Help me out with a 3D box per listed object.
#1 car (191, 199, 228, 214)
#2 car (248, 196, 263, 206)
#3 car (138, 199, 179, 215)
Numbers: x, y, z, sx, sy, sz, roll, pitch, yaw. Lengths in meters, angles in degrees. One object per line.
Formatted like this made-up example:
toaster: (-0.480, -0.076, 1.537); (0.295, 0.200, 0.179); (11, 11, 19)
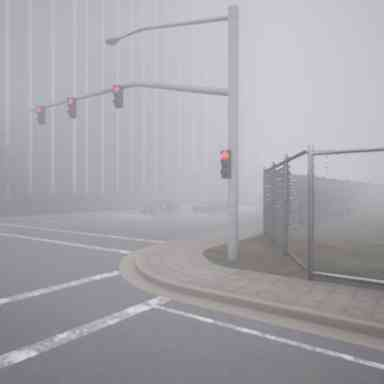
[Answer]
car: (2.064, 1.487, 34.673); (2.033, 1.411, 5.357); (0, 0, 36)
car: (10.515, 1.431, 52.362); (2.128, 1.511, 4.902); (0, 0, 36)
car: (-3.247, 1.443, 33.267); (1.837, 1.490, 4.892); (0, 0, 36)
